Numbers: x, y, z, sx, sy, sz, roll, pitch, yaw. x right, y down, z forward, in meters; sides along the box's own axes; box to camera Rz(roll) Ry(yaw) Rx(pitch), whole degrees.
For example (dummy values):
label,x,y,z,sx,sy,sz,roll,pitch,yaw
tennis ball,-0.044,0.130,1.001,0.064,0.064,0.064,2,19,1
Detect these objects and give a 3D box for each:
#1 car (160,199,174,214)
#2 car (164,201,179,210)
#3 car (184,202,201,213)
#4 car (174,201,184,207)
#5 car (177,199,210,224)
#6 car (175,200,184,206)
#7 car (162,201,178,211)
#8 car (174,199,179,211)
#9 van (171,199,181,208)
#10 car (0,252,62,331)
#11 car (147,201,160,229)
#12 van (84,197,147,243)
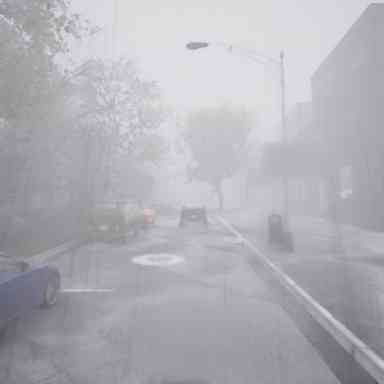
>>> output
label,x,y,z,sx,sy,sz,roll,pitch,yaw
car,-3.639,1.791,38.365,2.163,1.488,4.792,1,-2,2
car,-3.653,2.402,60.634,2.163,1.488,4.792,0,-1,2
car,0.096,1.944,42.548,2.033,1.411,5.357,0,-2,0
car,-3.412,3.066,88.684,2.231,1.521,4.892,0,-1,2
car,0.098,1.488,24.707,1.882,1.535,5.008,0,0,0
car,-3.412,3.059,94.394,2.185,1.767,4.553,-1,-1,2
car,-3.650,2.219,55.030,2.097,1.535,5.008,0,-1,2
car,-3.642,2.066,49.471,2.097,1.535,5.008,1,-2,2
van,-3.635,2.579,77.439,1.878,1.987,4.442,1,-1,2
car,-3.654,1.522,4.947,2.002,1.452,4.674,0,0,2
car,-3.657,1.363,21.630,2.185,1.767,4.553,0,0,2
van,-3.651,1.261,16.208,1.878,1.987,4.442,0,0,2
